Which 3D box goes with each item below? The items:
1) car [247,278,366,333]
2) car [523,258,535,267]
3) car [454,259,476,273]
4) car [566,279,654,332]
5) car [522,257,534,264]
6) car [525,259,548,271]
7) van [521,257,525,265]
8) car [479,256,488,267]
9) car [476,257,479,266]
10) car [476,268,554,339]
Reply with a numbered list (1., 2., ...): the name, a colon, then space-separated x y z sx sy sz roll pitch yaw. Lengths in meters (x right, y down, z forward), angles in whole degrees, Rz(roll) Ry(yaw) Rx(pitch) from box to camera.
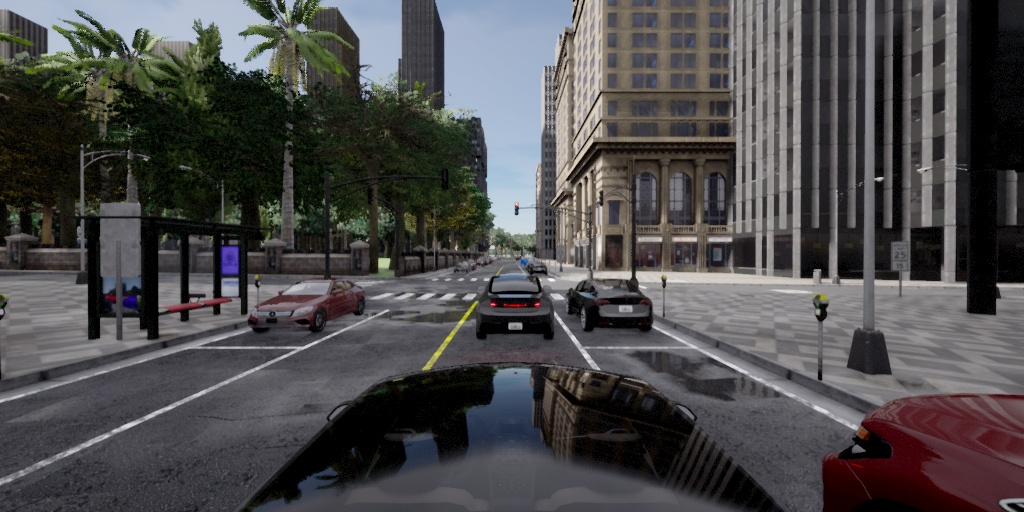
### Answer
1. car: -5.784 1.328 10.723 1.802 1.307 4.207 0 0 0
2. car: 2.668 1.287 42.582 1.948 1.339 4.313 0 0 0
3. car: -5.857 1.272 42.582 2.007 1.370 4.403 0 0 0
4. car: 2.742 1.311 10.725 1.948 1.339 4.313 0 0 0
5. car: 2.655 1.241 48.173 1.751 1.417 4.829 0 0 0
6. car: 2.680 1.292 37.162 1.948 1.339 4.313 0 0 0
7. van: 2.643 1.050 53.423 1.690 1.789 3.998 0 0 0
8. car: -5.908 1.135 64.264 1.967 1.591 4.097 0 0 0
9. car: -5.870 1.156 48.003 1.967 1.591 4.097 0 0 0
10. car: 0.070 1.251 10.043 1.837 1.490 4.892 0 0 0
